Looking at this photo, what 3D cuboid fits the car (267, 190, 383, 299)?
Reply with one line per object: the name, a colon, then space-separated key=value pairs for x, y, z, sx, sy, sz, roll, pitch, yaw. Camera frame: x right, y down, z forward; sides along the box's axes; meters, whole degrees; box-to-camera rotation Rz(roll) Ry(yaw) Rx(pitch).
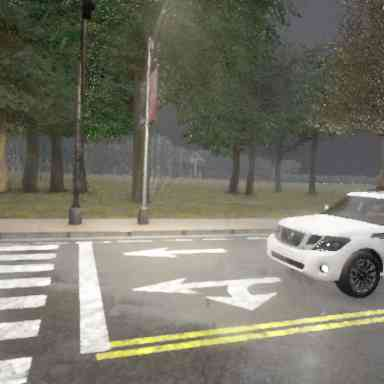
car: x=4.578 y=0.990 z=7.815 sx=5.566 sy=2.045 sz=2.150 roll=2 pitch=3 yaw=-19
